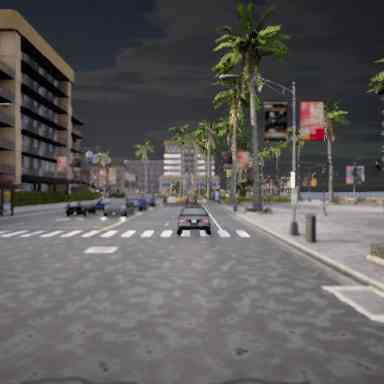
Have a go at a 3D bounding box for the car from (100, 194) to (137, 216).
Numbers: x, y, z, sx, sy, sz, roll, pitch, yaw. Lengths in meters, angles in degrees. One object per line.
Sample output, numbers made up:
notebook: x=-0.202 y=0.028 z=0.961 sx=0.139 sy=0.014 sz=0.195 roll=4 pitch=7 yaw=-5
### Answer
car: x=-6.994 y=1.356 z=32.053 sx=2.097 sy=1.767 sz=4.553 roll=0 pitch=0 yaw=0

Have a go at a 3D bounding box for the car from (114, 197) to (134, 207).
car: x=-10.491 y=1.554 z=51.480 sx=2.033 sy=1.411 sz=5.357 roll=0 pitch=0 yaw=0

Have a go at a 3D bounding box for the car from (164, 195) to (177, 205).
car: x=-3.642 y=1.533 z=59.395 sx=1.812 sy=1.442 sz=4.674 roll=0 pitch=0 yaw=-4

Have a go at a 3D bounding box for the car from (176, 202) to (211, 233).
car: x=0.105 y=1.550 z=19.470 sx=2.033 sy=1.411 sz=5.357 roll=0 pitch=0 yaw=0

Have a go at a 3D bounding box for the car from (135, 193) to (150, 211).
car: x=-6.992 y=1.227 z=41.393 sx=2.150 sy=2.045 sz=5.566 roll=0 pitch=0 yaw=0

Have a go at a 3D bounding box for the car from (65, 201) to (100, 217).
car: x=-10.494 y=1.605 z=32.038 sx=1.895 sy=1.301 sz=4.718 roll=0 pitch=0 yaw=0

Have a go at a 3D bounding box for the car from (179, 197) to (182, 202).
car: x=-1.391 y=1.487 z=69.309 sx=1.882 sy=1.535 sz=5.008 roll=0 pitch=0 yaw=-12

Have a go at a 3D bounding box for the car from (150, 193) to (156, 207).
car: x=-6.996 y=1.228 z=52.142 sx=2.150 sy=2.045 sz=5.566 roll=0 pitch=0 yaw=0

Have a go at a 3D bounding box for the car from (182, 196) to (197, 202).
car: x=-0.140 y=1.499 z=59.328 sx=2.128 sy=1.511 sz=4.902 roll=0 pitch=0 yaw=-4

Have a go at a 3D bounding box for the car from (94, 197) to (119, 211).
car: x=-10.492 y=1.483 z=41.182 sx=1.882 sy=1.535 sz=5.008 roll=0 pitch=0 yaw=0
